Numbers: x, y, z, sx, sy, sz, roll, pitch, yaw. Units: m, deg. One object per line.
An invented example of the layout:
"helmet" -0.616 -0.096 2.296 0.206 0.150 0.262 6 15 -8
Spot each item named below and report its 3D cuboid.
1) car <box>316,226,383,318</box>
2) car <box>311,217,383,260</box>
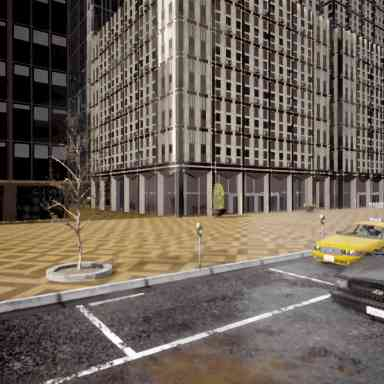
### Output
"car" 5.134 1.547 6.912 5.357 1.411 2.033 0 0 -35
"car" 5.780 1.526 10.677 4.829 1.417 1.752 0 0 -35
